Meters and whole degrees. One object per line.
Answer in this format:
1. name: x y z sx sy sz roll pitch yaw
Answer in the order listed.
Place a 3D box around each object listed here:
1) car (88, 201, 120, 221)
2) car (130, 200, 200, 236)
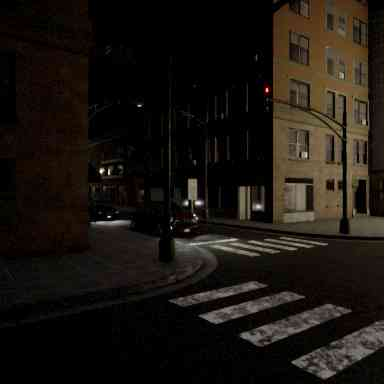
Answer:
1. car: -7.585 1.410 26.449 2.033 1.411 5.357 0 0 -35
2. car: -1.546 1.269 17.984 2.097 1.767 4.553 0 0 -36
